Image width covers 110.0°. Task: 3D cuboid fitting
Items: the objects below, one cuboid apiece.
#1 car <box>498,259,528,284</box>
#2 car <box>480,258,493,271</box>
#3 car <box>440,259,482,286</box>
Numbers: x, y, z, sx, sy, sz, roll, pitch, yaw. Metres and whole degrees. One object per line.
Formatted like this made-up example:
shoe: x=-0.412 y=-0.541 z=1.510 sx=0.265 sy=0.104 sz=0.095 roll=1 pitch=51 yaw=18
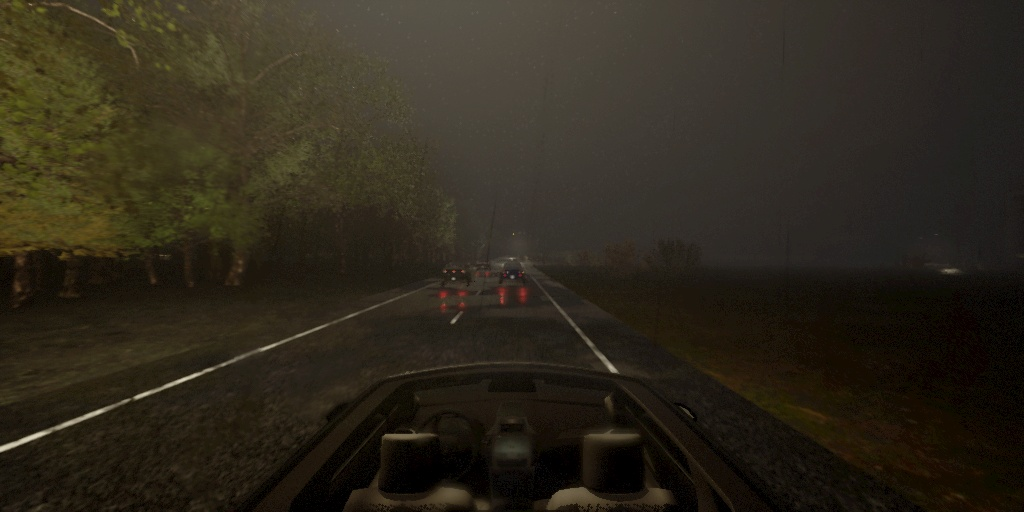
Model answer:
car: x=0.049 y=1.161 z=25.669 sx=1.812 sy=1.442 sz=4.674 roll=0 pitch=0 yaw=1
car: x=-3.408 y=1.032 z=44.175 sx=2.128 sy=1.511 sz=4.902 roll=0 pitch=0 yaw=0
car: x=-3.468 y=1.137 z=23.821 sx=2.128 sy=1.511 sz=4.902 roll=0 pitch=0 yaw=1
